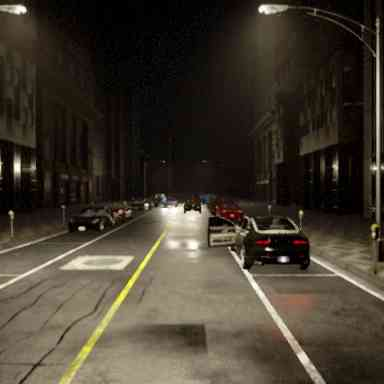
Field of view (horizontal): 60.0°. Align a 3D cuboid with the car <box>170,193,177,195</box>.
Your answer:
[{"bbox_3d":[-5.732,1.172,87.192,2.192,1.841,5.009,0,0,0],"label":"car"}]

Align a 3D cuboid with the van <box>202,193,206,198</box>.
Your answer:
[{"bbox_3d":[2.781,1.258,47.747,1.690,1.788,3.998,0,0,0],"label":"van"}]

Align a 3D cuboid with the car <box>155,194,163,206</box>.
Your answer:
[{"bbox_3d":[-5.744,1.357,47.738,1.967,1.590,4.097,0,0,0],"label":"car"}]

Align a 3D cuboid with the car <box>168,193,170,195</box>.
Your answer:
[{"bbox_3d":[-5.739,1.414,64.477,1.752,1.417,4.829,0,0,0],"label":"car"}]

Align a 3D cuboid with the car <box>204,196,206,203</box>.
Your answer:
[{"bbox_3d":[2.779,1.492,42.111,1.947,1.339,4.313,0,0,0],"label":"car"}]

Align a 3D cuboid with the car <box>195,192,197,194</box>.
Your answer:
[{"bbox_3d":[2.795,1.165,92.841,2.192,1.841,5.009,0,0,0],"label":"car"}]

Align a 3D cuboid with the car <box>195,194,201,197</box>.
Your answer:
[{"bbox_3d":[0.028,1.441,48.269,1.812,1.442,4.674,0,0,0],"label":"car"}]

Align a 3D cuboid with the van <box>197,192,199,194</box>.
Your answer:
[{"bbox_3d":[2.793,1.197,87.205,1.690,1.788,3.998,0,0,0],"label":"van"}]

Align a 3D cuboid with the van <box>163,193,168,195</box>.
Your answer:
[{"bbox_3d":[-5.740,1.239,59.011,1.690,1.788,3.998,0,0,0],"label":"van"}]

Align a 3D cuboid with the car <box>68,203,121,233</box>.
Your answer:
[{"bbox_3d":[-5.754,1.532,19.557,1.947,1.339,4.313,0,0,0],"label":"car"}]

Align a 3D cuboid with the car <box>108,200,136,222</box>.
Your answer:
[{"bbox_3d":[-5.751,1.396,25.194,1.967,1.590,4.097,0,0,0],"label":"car"}]

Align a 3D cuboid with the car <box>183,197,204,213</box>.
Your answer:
[{"bbox_3d":[0.065,1.539,35.443,1.895,1.301,4.718,0,0,0],"label":"car"}]

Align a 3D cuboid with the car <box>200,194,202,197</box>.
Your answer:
[{"bbox_3d":[2.784,1.463,59.021,1.947,1.339,4.313,0,0,0],"label":"car"}]

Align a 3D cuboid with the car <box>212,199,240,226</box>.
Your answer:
[{"bbox_3d":[2.773,1.500,25.200,1.887,1.381,4.507,0,0,0],"label":"car"}]

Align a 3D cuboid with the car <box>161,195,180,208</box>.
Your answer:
[{"bbox_3d":[-2.996,1.518,47.813,1.895,1.301,4.718,0,0,0],"label":"car"}]

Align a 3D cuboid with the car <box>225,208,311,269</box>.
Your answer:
[{"bbox_3d":[2.359,1.485,10.997,1.837,1.490,4.892,0,0,0],"label":"car"}]

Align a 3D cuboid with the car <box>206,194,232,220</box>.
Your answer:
[{"bbox_3d":[2.776,1.261,30.837,2.192,1.841,5.009,0,0,0],"label":"car"}]

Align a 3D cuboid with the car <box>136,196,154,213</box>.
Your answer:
[{"bbox_3d":[-5.748,1.487,36.466,2.008,1.369,4.403,0,0,0],"label":"car"}]

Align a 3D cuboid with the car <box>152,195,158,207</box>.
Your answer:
[{"bbox_3d":[-5.746,1.452,41.932,1.752,1.417,4.829,0,0,0],"label":"car"}]
